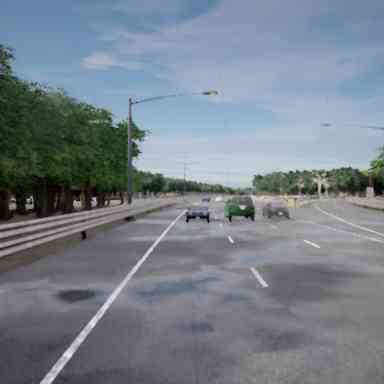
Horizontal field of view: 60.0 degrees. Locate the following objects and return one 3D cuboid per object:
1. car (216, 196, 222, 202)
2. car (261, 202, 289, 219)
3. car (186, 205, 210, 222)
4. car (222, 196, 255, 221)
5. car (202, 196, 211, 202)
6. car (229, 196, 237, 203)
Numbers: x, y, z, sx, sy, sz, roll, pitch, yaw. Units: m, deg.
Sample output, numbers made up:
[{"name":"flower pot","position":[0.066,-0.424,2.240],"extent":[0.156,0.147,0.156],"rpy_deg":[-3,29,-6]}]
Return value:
[{"name":"car","position":[7.048,1.912,85.581],"extent":[1.812,1.442,4.674],"rpy_deg":[0,0,5]},{"name":"car","position":[7.608,1.676,30.527],"extent":[1.812,1.442,4.674],"rpy_deg":[0,0,2]},{"name":"car","position":[0.513,1.736,27.916],"extent":[1.895,1.301,4.718],"rpy_deg":[0,0,2]},{"name":"car","position":[4.032,1.361,28.573],"extent":[2.150,2.045,5.566],"rpy_deg":[0,0,2]},{"name":"car","position":[3.559,1.909,85.845],"extent":[1.812,1.442,4.674],"rpy_deg":[0,0,5]},{"name":"car","position":[10.504,1.867,84.901],"extent":[1.882,1.535,5.008],"rpy_deg":[0,0,5]}]
